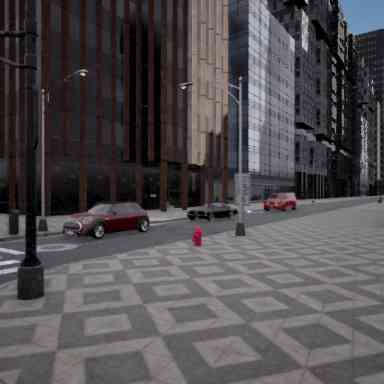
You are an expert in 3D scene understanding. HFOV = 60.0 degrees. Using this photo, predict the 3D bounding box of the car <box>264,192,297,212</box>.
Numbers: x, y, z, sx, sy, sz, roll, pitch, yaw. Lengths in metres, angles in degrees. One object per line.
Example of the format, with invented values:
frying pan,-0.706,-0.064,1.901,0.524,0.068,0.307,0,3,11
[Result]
car,9.941,1.097,37.144,2.150,2.045,5.566,0,2,35

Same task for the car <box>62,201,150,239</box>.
car,-4.324,1.300,17.212,2.097,1.767,4.553,0,0,36

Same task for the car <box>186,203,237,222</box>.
car,1.602,1.520,25.486,1.895,1.301,4.718,0,0,36
